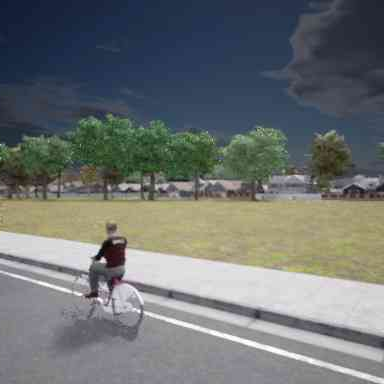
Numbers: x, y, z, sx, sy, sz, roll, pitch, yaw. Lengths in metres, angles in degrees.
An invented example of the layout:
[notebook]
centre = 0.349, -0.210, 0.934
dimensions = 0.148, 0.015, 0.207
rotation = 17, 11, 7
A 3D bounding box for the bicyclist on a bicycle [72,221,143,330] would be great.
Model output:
[bicyclist on a bicycle]
centre = -1.530, 1.372, 5.749
dimensions = 1.843, 1.776, 0.659
rotation = 0, 0, 35
